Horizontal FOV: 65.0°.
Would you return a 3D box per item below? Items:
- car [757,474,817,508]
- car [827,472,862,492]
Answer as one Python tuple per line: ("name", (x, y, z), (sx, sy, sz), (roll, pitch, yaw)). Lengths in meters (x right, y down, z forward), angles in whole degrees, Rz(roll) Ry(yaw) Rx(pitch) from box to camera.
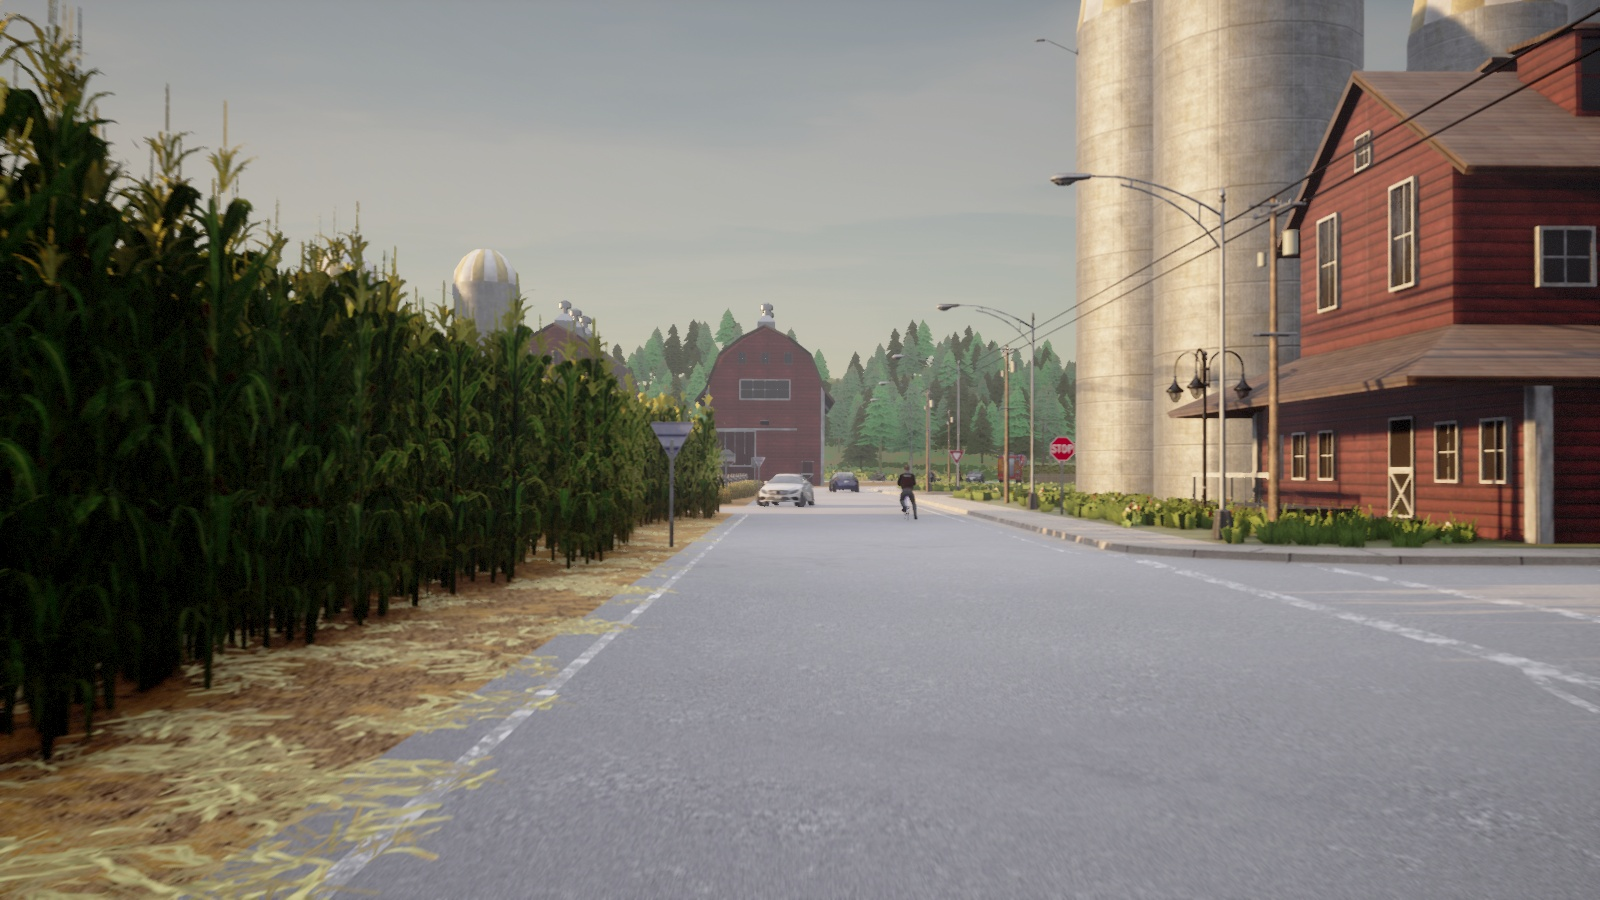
("car", (-0.523, 1.770, 55.438), (1.812, 1.442, 4.674), (0, -1, 11))
("car", (3.291, 2.370, 93.729), (2.163, 1.488, 4.792), (0, -1, -3))
